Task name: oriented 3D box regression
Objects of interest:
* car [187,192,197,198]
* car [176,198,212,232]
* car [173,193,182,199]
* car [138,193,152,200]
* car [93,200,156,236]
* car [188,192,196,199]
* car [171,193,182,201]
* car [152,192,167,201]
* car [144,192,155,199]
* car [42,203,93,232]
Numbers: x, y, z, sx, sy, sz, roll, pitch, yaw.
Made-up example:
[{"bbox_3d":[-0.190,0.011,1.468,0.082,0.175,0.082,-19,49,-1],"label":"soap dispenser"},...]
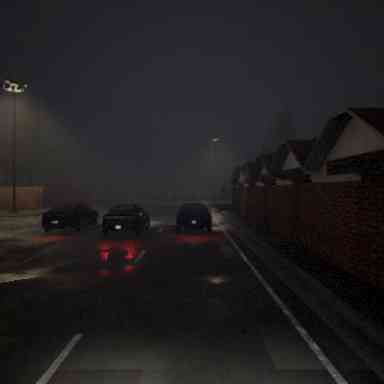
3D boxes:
[{"bbox_3d":[0.000,1.096,71.925,2.128,1.511,4.902,0,0,0],"label":"car"},{"bbox_3d":[0.099,1.364,19.369,1.882,1.535,5.008,0,0,0],"label":"car"},{"bbox_3d":[-3.500,0.909,82.343,2.033,1.411,5.357,0,0,0],"label":"car"},{"bbox_3d":[-10.500,1.094,72.340,1.812,1.442,4.674,0,0,0],"label":"car"},{"bbox_3d":[-3.401,1.388,17.772,2.128,1.511,4.902,0,0,0],"label":"car"},{"bbox_3d":[0.000,0.869,82.343,1.837,1.490,4.892,0,0,0],"label":"car"},{"bbox_3d":[-3.500,1.094,72.342,1.812,1.442,4.674,0,0,0],"label":"car"},{"bbox_3d":[-7.000,1.071,71.925,1.837,1.490,4.892,0,0,0],"label":"car"},{"bbox_3d":[-10.500,0.895,82.343,2.128,1.511,4.902,0,0,0],"label":"car"},{"bbox_3d":[-6.901,1.365,19.362,1.882,1.535,5.008,0,0,0],"label":"car"}]
